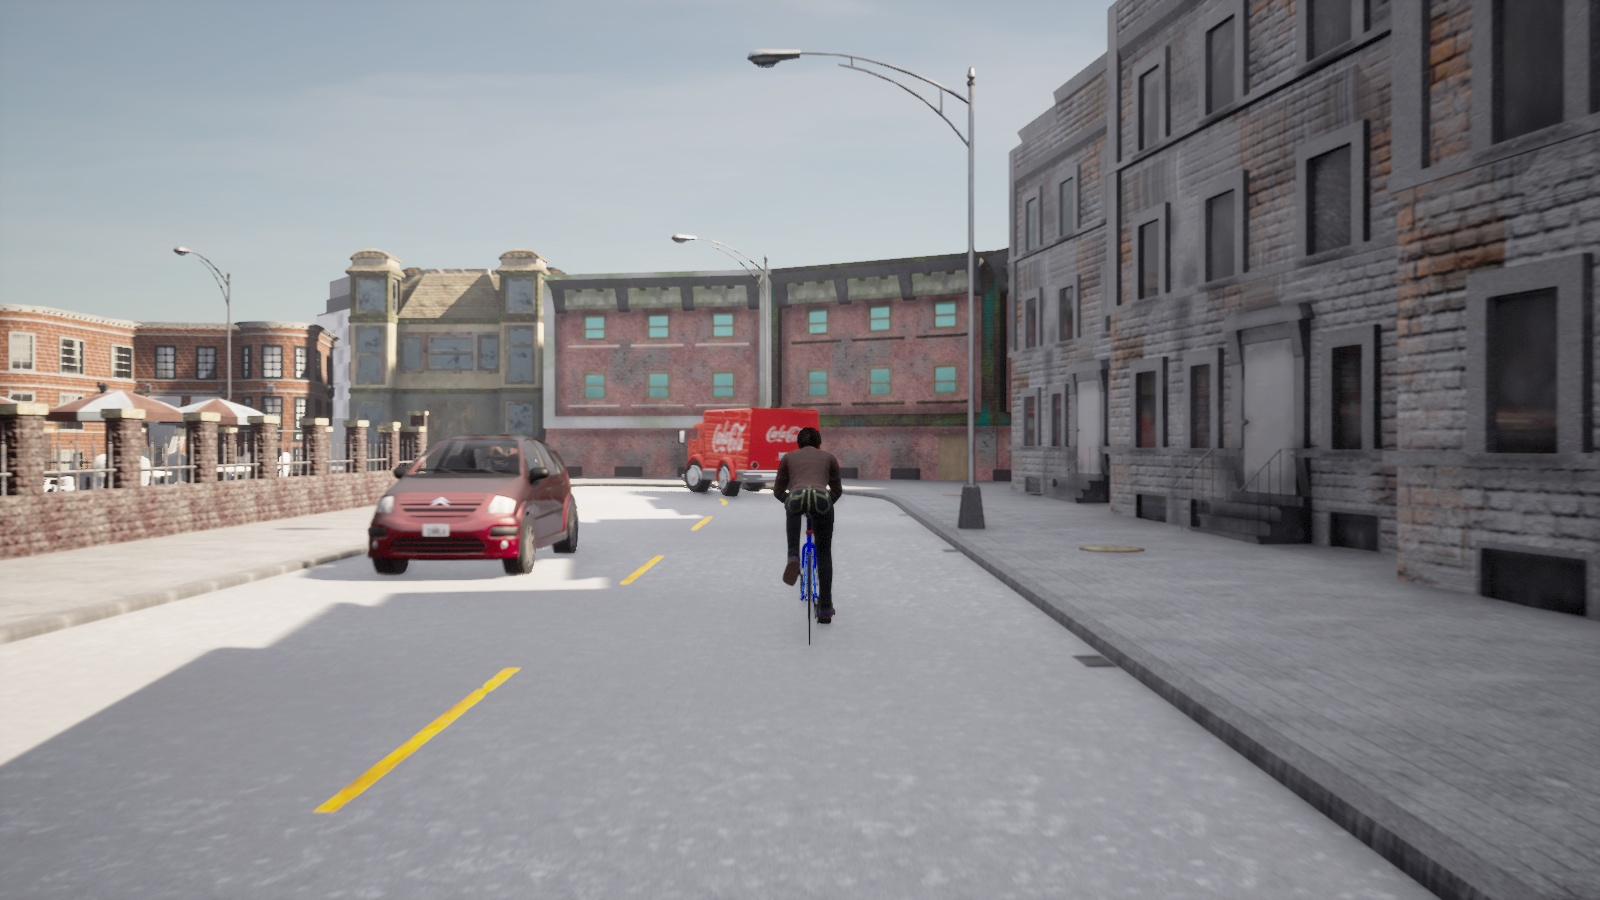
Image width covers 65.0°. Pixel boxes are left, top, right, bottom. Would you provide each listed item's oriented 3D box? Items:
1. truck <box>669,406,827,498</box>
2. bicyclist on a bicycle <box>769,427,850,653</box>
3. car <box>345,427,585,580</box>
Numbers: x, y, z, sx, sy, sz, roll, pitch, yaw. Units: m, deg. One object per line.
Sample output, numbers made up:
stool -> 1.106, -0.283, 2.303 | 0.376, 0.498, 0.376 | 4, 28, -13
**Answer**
truck -> -1.623, 0.053, 36.581 | 2.627, 2.467, 5.204 | 1, 0, -28
bicyclist on a bicycle -> 0.071, 0.644, 9.832 | 0.582, 1.620, 1.656 | 0, 0, 0
car -> -3.897, 0.555, 15.330 | 1.851, 1.617, 3.988 | 0, 0, 0
